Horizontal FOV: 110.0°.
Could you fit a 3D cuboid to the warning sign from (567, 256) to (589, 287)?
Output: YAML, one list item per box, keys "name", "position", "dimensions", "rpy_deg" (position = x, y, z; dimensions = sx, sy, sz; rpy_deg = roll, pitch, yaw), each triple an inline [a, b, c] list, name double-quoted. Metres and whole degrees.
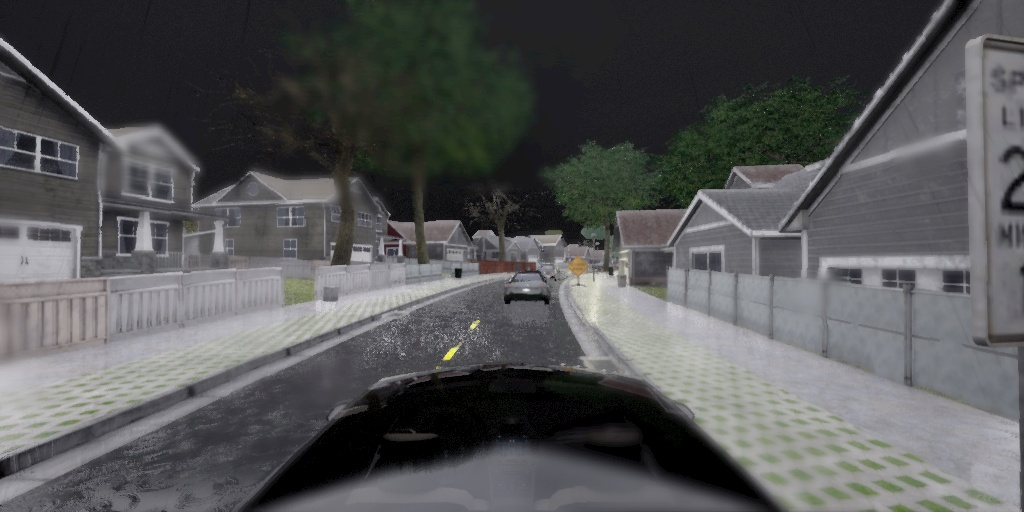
- name: "warning sign"
  position: [3.952, 0.890, 21.338]
  dimensions: [1.300, 1.860, 1.060]
  rpy_deg: [0, 0, 8]

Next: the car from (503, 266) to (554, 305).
- name: "car"
  position: [0.781, 1.333, 16.300]
  dimensions: [1.994, 1.385, 4.181]
  rpy_deg: [0, 0, 6]

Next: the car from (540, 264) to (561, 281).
- name: "car"
  position: [3.126, 1.423, 30.967]
  dimensions: [2.033, 1.411, 5.357]
  rpy_deg: [0, -1, 12]
